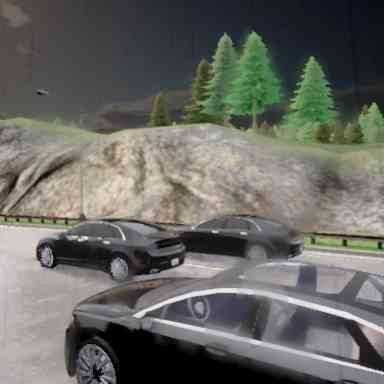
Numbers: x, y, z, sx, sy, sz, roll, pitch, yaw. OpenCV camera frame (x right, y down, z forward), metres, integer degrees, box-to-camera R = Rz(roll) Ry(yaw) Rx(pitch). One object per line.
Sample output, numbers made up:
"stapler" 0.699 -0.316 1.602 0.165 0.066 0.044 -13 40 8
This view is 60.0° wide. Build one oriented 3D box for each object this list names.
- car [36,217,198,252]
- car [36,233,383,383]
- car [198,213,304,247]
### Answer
"car" -2.467 1.497 9.581 4.892 1.490 1.837 0 0 32
"car" 0.728 1.486 3.335 4.902 1.511 2.128 0 0 35
"car" 1.259 1.490 11.357 4.892 1.490 1.837 0 0 33
